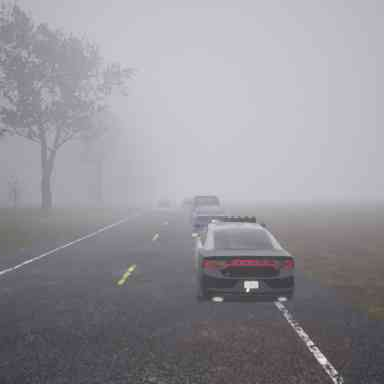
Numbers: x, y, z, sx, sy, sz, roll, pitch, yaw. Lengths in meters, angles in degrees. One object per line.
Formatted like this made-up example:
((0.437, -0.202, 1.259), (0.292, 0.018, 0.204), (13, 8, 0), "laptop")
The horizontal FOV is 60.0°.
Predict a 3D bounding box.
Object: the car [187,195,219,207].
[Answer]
((0.933, 1.233, 24.364), (2.150, 2.045, 5.566), (0, 0, -1), "car")

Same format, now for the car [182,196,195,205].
((-0.638, 1.537, 58.885), (2.128, 1.511, 4.902), (0, 0, -1), "car")

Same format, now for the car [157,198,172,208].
((-3.948, 1.596, 48.306), (1.994, 1.385, 4.181), (0, 0, -1), "car")

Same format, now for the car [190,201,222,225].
((0.981, 1.483, 18.327), (1.882, 1.535, 5.008), (0, 0, 0), "car")

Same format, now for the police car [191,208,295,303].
((1.034, 1.426, 8.427), (1.930, 1.638, 5.238), (0, 0, 0), "police car")

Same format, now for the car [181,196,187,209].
((-0.367, 1.382, 45.836), (2.097, 1.767, 4.553), (0, 0, 0), "car")
